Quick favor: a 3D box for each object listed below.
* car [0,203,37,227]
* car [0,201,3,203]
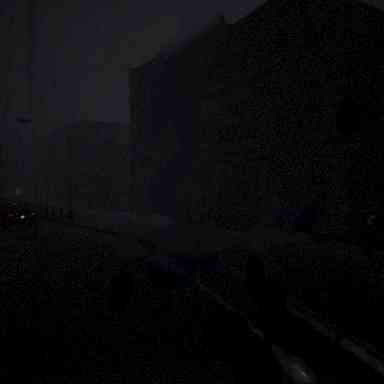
[{"bbox_3d":[-13.173,1.768,25.167,1.994,1.385,4.181,-2,1,-36],"label":"car"},{"bbox_3d":[-22.174,1.714,37.323,1.882,1.535,5.008,-2,2,-37],"label":"car"}]
